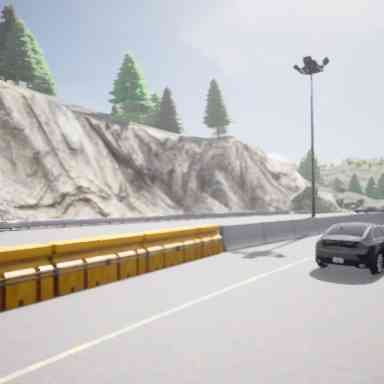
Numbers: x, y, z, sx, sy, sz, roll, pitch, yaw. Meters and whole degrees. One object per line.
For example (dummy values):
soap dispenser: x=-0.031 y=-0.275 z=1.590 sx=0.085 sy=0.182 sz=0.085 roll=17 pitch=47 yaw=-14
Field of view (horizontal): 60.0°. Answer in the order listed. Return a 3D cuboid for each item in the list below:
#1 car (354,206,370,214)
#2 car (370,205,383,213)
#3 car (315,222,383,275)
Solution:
car: x=31.706 y=3.174 z=60.212 sx=5.357 sy=1.411 sz=2.033 roll=1 pitch=-2 yaw=-30
car: x=33.468 y=3.032 z=57.174 sx=4.892 sy=1.490 sz=1.837 roll=0 pitch=-2 yaw=-30
car: x=5.991 y=1.834 z=11.825 sx=1.837 sy=1.490 sz=4.892 roll=-2 pitch=-2 yaw=41
